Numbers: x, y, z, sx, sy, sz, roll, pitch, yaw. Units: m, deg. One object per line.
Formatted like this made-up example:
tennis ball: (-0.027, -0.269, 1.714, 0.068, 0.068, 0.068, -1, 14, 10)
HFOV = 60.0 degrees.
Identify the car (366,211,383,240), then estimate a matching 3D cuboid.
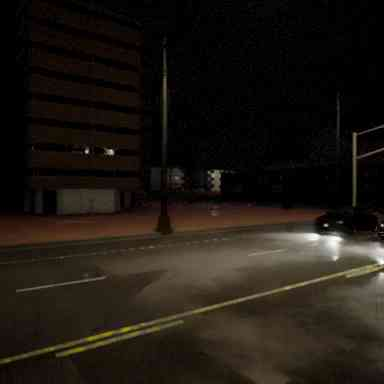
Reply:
car: (10.721, 1.495, 15.813, 4.902, 1.511, 2.128, 0, 0, -35)

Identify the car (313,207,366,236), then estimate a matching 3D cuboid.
car: (8.663, 1.568, 18.645, 4.181, 1.385, 1.994, 0, 0, -35)
